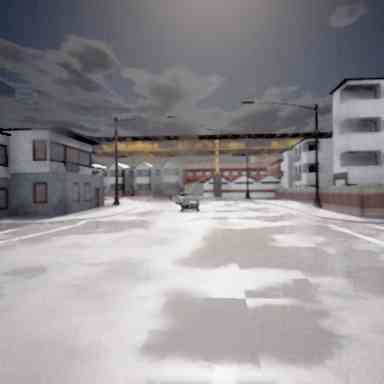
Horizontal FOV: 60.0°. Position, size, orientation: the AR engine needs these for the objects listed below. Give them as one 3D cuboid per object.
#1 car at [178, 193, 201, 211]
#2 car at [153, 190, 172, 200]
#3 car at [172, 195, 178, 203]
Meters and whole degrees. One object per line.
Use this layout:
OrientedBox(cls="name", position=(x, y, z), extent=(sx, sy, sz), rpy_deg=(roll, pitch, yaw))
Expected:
OrientedBox(cls="car", position=(-0.168, 1.077, 33.324), extent=(1.837, 1.490, 4.892), rpy_deg=(0, 1, 1))
OrientedBox(cls="car", position=(-4.780, 0.521, 54.002), extent=(1.882, 1.535, 5.008), rpy_deg=(-1, 2, -28))
OrientedBox(cls="car", position=(-1.006, 0.826, 43.450), extent=(1.812, 1.442, 4.674), rpy_deg=(0, 2, -12))
